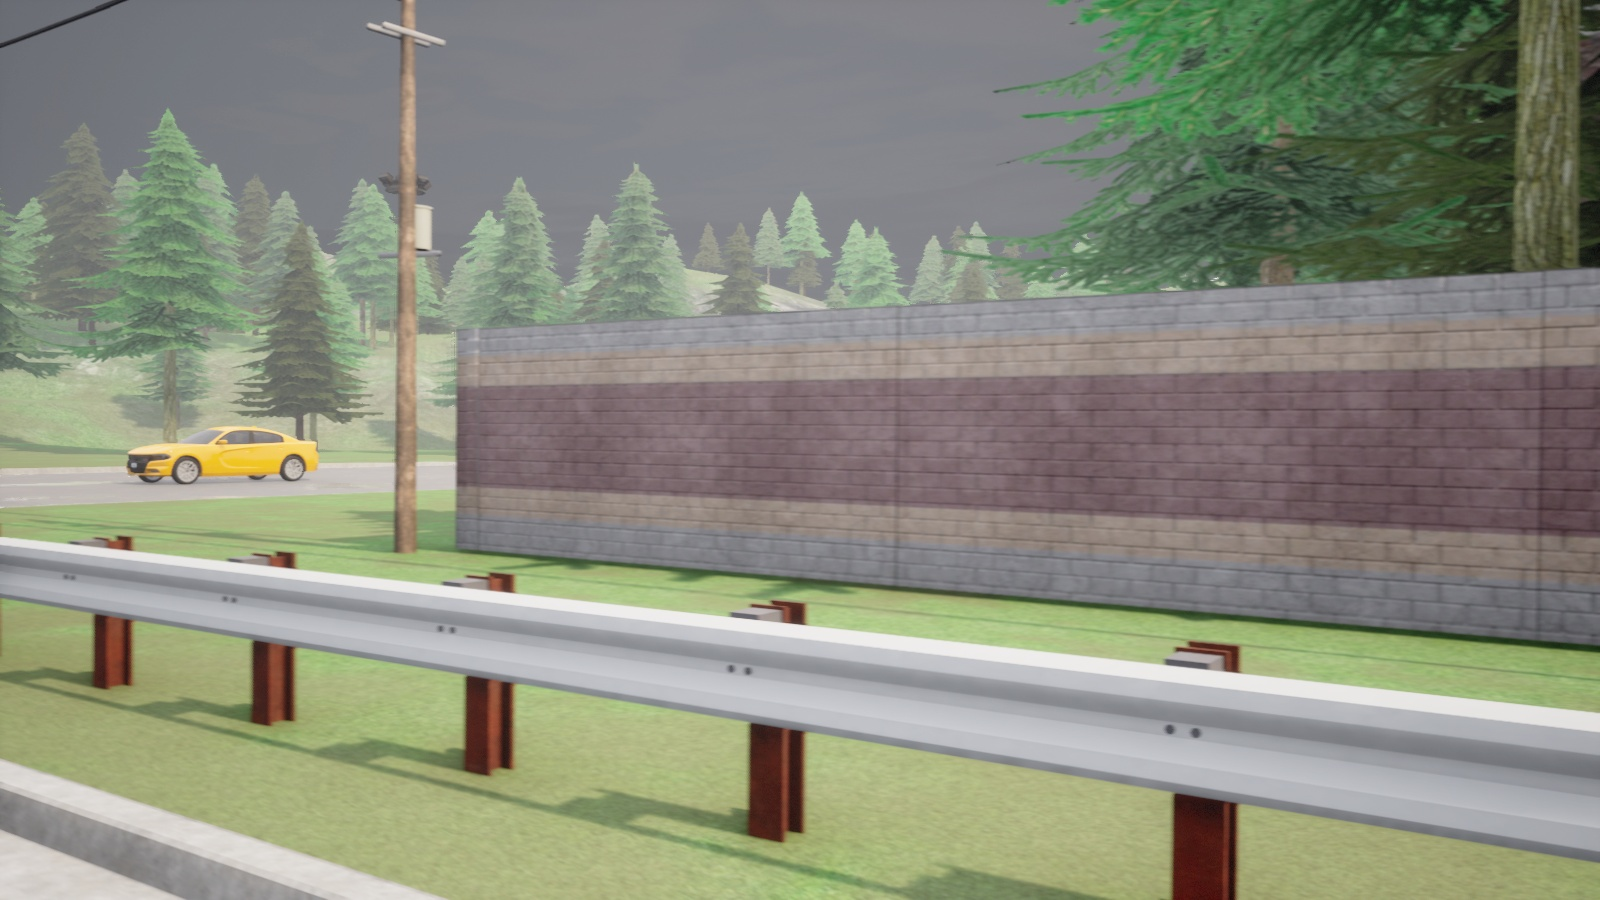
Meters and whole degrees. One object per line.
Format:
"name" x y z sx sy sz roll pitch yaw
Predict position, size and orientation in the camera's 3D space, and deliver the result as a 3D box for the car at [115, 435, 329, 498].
"car" -15.525 0.386 34.012 1.882 1.535 5.008 0 1 34
